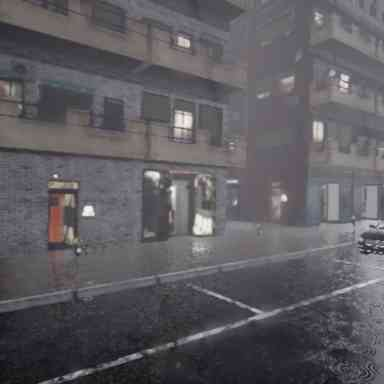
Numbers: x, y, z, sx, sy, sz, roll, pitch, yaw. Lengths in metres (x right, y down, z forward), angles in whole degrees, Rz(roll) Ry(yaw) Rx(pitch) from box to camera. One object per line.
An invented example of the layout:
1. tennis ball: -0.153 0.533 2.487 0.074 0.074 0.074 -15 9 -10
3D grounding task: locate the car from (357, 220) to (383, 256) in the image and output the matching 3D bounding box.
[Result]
1. car: 7.696 1.550 11.993 4.403 1.369 2.008 0 1 -35
